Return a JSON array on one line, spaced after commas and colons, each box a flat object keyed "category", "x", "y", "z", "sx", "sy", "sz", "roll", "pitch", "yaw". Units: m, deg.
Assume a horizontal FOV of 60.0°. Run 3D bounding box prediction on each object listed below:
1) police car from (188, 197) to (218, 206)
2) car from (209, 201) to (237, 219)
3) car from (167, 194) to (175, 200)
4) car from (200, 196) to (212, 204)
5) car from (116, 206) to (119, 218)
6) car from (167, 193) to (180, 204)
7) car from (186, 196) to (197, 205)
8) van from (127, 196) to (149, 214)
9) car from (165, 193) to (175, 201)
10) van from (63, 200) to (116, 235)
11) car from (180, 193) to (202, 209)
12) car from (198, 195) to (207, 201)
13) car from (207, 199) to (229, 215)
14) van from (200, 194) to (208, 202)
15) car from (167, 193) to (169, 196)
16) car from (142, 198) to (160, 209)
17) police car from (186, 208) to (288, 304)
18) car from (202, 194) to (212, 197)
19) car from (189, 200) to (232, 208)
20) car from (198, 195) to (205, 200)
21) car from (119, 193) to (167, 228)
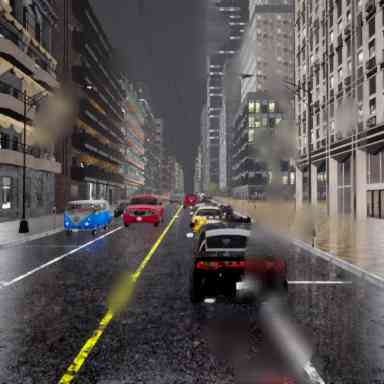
[{"category": "police car", "x": 0.877, "y": 1.425, "z": 24.366, "sx": 1.930, "sy": 1.638, "sz": 5.238, "roll": 0, "pitch": 0, "yaw": 0}, {"category": "car", "x": 2.676, "y": 1.549, "z": 29.634, "sx": 2.008, "sy": 1.369, "sz": 4.403, "roll": 1, "pitch": 0, "yaw": 0}, {"category": "car", "x": -5.758, "y": 1.364, "z": 92.428, "sx": 1.967, "sy": 1.590, "sz": 4.097, "roll": 1, "pitch": 0, "yaw": 0}, {"category": "car", "x": 2.645, "y": 1.517, "z": 63.822, "sx": 2.008, "sy": 1.369, "sz": 4.403, "roll": 1, "pitch": 0, "yaw": 0}, {"category": "car", "x": -5.704, "y": 1.564, "z": 29.744, "sx": 1.947, "sy": 1.339, "sz": 4.313, "roll": 1, "pitch": 0, "yaw": 0}, {"category": "car", "x": -3.058, "y": 1.447, "z": 61.754, "sx": 1.882, "sy": 1.535, "sz": 5.008, "roll": 0, "pitch": 0, "yaw": 0}, {"category": "car", "x": -0.055, "y": 1.478, "z": 58.705, "sx": 1.837, "sy": 1.490, "sz": 4.892, "roll": 0, "pitch": 0, "yaw": 0}, {"category": "van", "x": -5.705, "y": 1.337, "z": 35.441, "sx": 1.690, "sy": 1.788, "sz": 3.998, "roll": 1, "pitch": 0, "yaw": 0}, {"category": "car", "x": -5.751, "y": 1.248, "z": 86.728, "sx": 2.192, "sy": 1.841, "sz": 5.009, "roll": 1, "pitch": 0, "yaw": 0}, {"category": "van", "x": -5.690, "y": 1.342, "z": 18.342, "sx": 1.690, "sy": 1.788, "sz": 3.998, "roll": 1, "pitch": 0, "yaw": 0}, {"category": "car", "x": -0.033, "y": 1.209, "z": 45.675, "sx": 2.150, "sy": 2.045, "sz": 5.566, "roll": 0, "pitch": 0, "yaw": 1}, {"category": "car", "x": 2.606, "y": 1.509, "z": 80.916, "sx": 1.947, "sy": 1.339, "sz": 4.313, "roll": 1, "pitch": 0, "yaw": 0}, {"category": "car", "x": 2.671, "y": 1.546, "z": 35.331, "sx": 2.008, "sy": 1.369, "sz": 4.403, "roll": 1, "pitch": 0, "yaw": 0}, {"category": "van", "x": 2.649, "y": 1.292, "z": 75.218, "sx": 1.690, "sy": 1.788, "sz": 3.998, "roll": 1, "pitch": 0, "yaw": 0}, {"category": "car", "x": -5.740, "y": 1.266, "z": 75.332, "sx": 2.192, "sy": 1.841, "sz": 5.009, "roll": 1, "pitch": 0, "yaw": 0}, {"category": "car", "x": -5.719, "y": 1.537, "z": 46.838, "sx": 2.008, "sy": 1.369, "sz": 4.403, "roll": 1, "pitch": 0, "yaw": 0}, {"category": "police car", "x": 0.891, "y": 1.427, "z": 8.363, "sx": 1.930, "sy": 1.638, "sz": 5.238, "roll": 0, "pitch": 0, "yaw": 0}, {"category": "car", "x": 2.655, "y": 1.289, "z": 58.125, "sx": 2.192, "sy": 1.841, "sz": 5.009, "roll": 1, "pitch": 0, "yaw": 0}, {"category": "car", "x": 0.882, "y": 1.456, "z": 18.445, "sx": 1.801, "sy": 1.575, "sz": 5.366, "roll": 0, "pitch": 0, "yaw": 0}, {"category": "car", "x": 2.586, "y": 1.506, "z": 92.311, "sx": 1.802, "sy": 1.307, "sz": 4.206, "roll": 1, "pitch": 0, "yaw": 0}, {"category": "car", "x": -3.122, "y": 1.221, "z": 22.443, "sx": 2.150, "sy": 2.045, "sz": 5.566, "roll": 0, "pitch": 0, "yaw": 0}]
